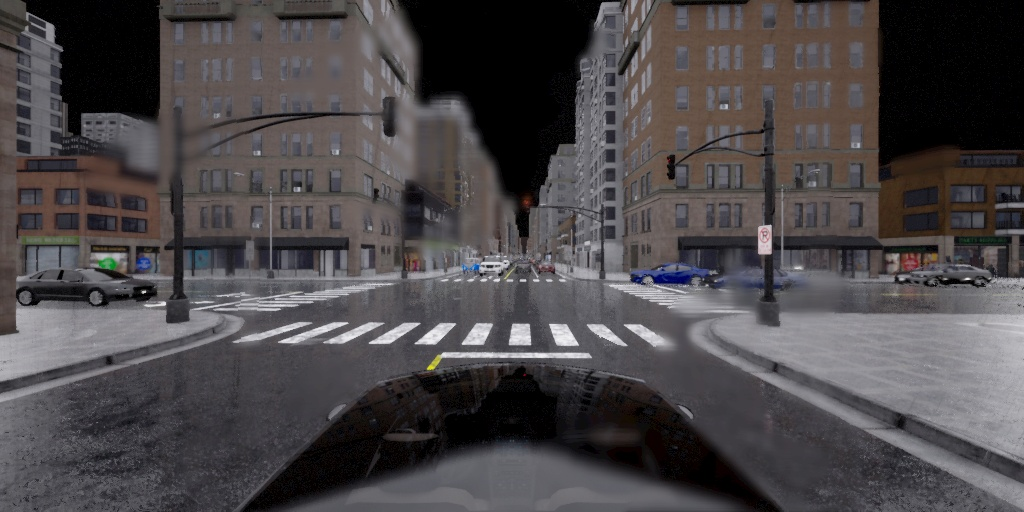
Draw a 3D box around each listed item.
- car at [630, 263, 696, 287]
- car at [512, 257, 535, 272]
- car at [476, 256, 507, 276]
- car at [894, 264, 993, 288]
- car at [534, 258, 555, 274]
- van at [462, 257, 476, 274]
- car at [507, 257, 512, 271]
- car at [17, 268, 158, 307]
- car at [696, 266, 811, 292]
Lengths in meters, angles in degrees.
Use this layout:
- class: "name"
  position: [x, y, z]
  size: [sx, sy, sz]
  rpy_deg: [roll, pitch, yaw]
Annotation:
- class: "car"
  position: [10.591, 1.237, 24.185]
  size: [5.008, 1.535, 1.882]
  rpy_deg: [0, 0, 5]
- class: "car"
  position: [1.520, 1.268, 47.256]
  size: [2.128, 1.511, 4.902]
  rpy_deg: [0, 0, 2]
- class: "car"
  position: [-2.040, 0.987, 37.094]
  size: [2.150, 2.045, 5.566]
  rpy_deg: [0, 0, 2]
- class: "car"
  position: [28.127, 1.274, 23.498]
  size: [4.902, 1.511, 2.128]
  rpy_deg: [0, 0, 2]
- class: "car"
  position: [3.869, 1.209, 40.976]
  size: [1.967, 1.591, 4.097]
  rpy_deg: [0, 0, 2]
- class: "van"
  position: [-4.652, 1.111, 41.272]
  size: [1.690, 1.789, 3.998]
  rpy_deg: [0, 0, 2]
- class: "car"
  position: [-1.532, 1.003, 51.374]
  size: [2.150, 2.045, 5.566]
  rpy_deg: [0, 0, 2]
- class: "car"
  position: [-17.625, 1.239, 14.909]
  size: [4.892, 1.490, 1.837]
  rpy_deg: [0, 0, 2]
- class: "car"
  position: [13.952, 1.311, 20.671]
  size: [5.357, 1.411, 2.033]
  rpy_deg: [0, 0, 2]
